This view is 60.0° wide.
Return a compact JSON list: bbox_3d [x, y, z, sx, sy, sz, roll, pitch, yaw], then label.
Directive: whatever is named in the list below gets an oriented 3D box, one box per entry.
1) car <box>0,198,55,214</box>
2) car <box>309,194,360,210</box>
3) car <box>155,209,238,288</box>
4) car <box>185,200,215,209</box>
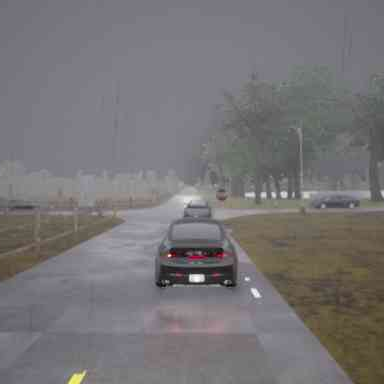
[{"bbox_3d":[-15.380,1.270,30.965,4.902,1.511,2.128,0,-1,1],"label":"car"},{"bbox_3d":[14.519,1.031,33.990,4.892,1.490,1.837,-1,-1,0],"label":"car"},{"bbox_3d":[0.104,1.445,9.051,1.837,1.490,4.892,0,1,0],"label":"car"},{"bbox_3d":[0.584,1.316,23.723,2.128,1.511,4.902,0,1,7],"label":"car"}]
